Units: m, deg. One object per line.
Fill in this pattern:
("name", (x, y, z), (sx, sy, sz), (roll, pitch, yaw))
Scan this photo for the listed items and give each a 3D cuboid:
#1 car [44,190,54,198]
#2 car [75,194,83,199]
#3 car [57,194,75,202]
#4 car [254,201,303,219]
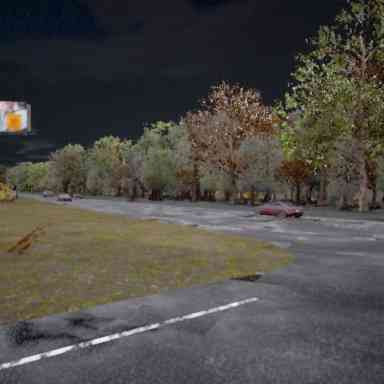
("car", (-37.301, 0.620, 86.664), (2.150, 2.045, 5.566), (0, 0, -28))
("car", (-27.551, 1.071, 79.022), (1.895, 1.301, 4.718), (0, 0, -34))
("car", (-23.240, 1.086, 60.620), (1.882, 1.535, 5.008), (0, 1, -32))
("car", (7.181, 1.442, 27.934), (1.994, 1.385, 4.181), (0, 0, -34))
